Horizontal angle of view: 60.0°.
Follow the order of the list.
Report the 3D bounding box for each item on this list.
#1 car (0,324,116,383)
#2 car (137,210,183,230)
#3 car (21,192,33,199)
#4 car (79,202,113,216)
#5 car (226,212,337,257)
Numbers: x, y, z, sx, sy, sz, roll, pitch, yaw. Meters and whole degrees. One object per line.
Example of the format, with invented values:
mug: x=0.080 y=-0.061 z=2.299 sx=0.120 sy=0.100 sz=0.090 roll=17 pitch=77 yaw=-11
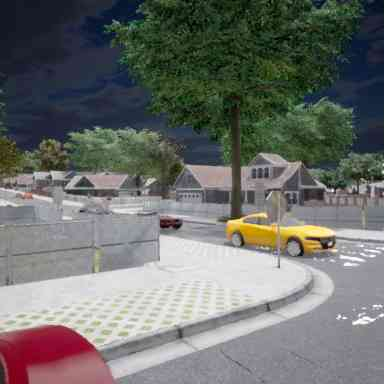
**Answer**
car: x=-2.677 y=1.479 z=1.037 sx=5.008 sy=1.535 sz=1.882 roll=0 pitch=0 yaw=-36
car: x=-2.566 y=1.902 z=22.774 sx=1.895 sy=1.301 sz=4.718 roll=0 pitch=0 yaw=-35
car: x=-40.101 y=0.715 z=80.706 sx=2.097 sy=1.767 sz=4.553 roll=0 pitch=2 yaw=-35
car: x=-9.392 y=1.744 z=32.467 sx=2.097 sy=1.767 sz=4.553 roll=0 pitch=0 yaw=-35
car: x=3.573 y=1.656 z=14.096 sx=1.882 sy=1.535 sz=5.008 roll=0 pitch=-1 yaw=-35
